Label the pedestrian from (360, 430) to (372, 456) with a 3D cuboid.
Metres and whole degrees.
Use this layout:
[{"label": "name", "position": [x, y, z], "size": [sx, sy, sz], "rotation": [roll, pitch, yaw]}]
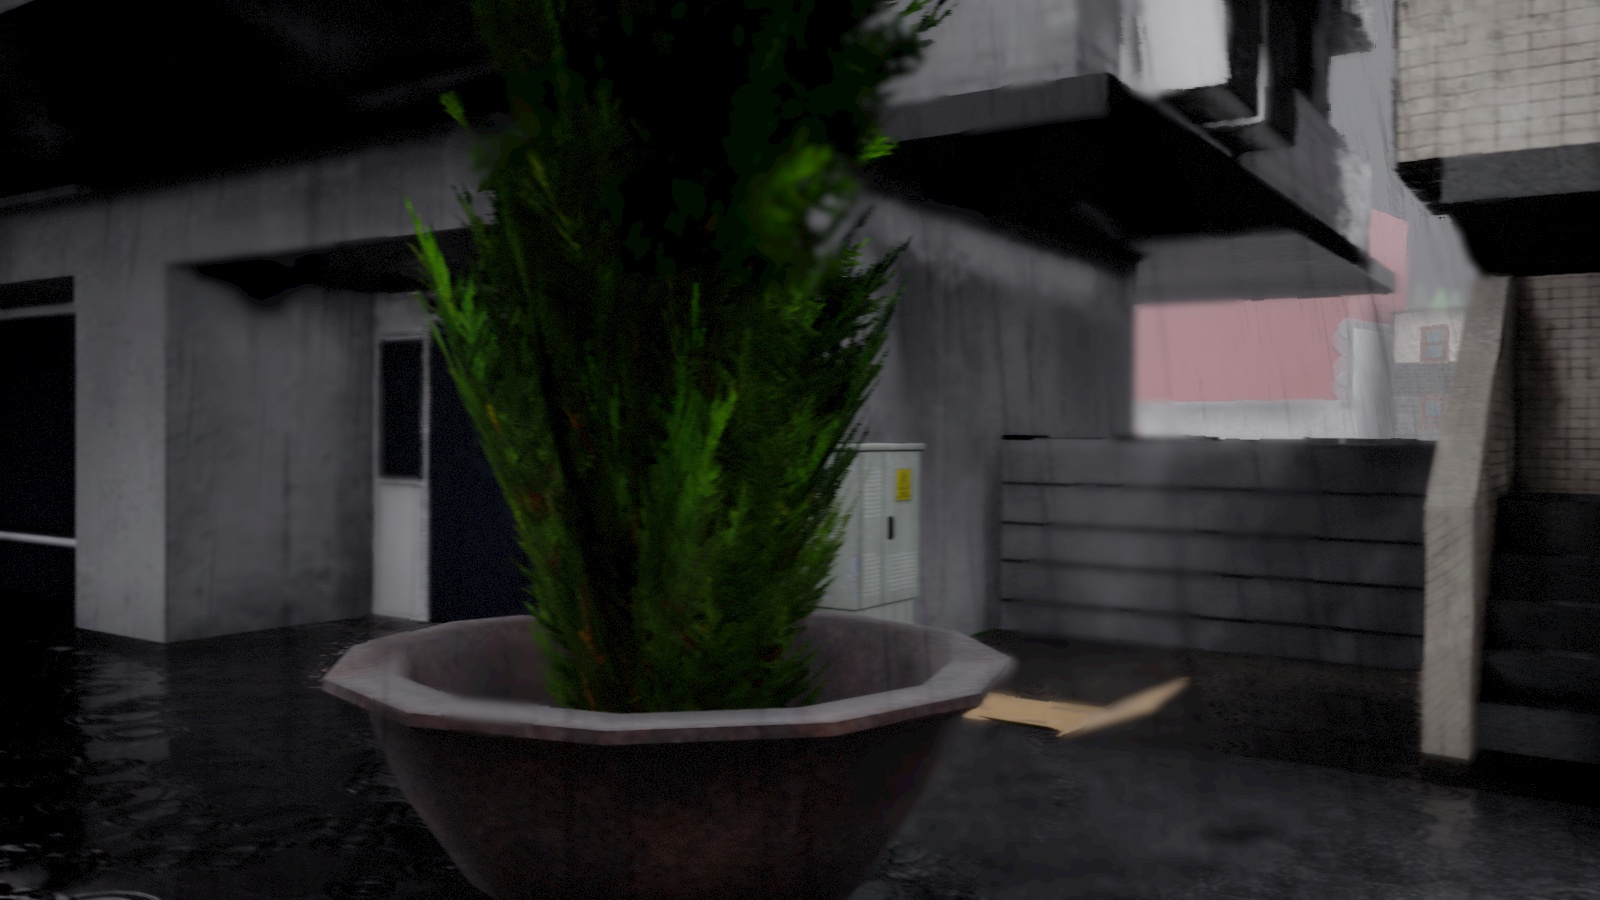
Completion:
[{"label": "pedestrian", "position": [-30.421, -0.487, 87.951], "size": [0.354, 1.836, 0.706], "rotation": [0, 1, 31]}]
